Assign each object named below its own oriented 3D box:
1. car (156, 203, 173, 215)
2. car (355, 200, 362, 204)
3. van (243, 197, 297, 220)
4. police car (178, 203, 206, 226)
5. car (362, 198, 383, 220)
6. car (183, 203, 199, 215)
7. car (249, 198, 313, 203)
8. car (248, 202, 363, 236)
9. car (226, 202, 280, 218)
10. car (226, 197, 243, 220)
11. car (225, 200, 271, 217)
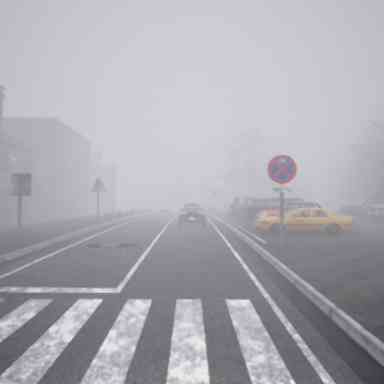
[{"bbox_3d":[-3.555,2.175,43.328,1.812,1.442,4.674,0,-2,0],"label":"car"},{"bbox_3d":[18.338,1.824,31.654,4.892,1.521,2.231,0,-1,-1],"label":"car"},{"bbox_3d":[6.286,1.383,24.167,4.442,1.987,1.878,0,-1,-1],"label":"van"},{"bbox_3d":[-0.011,1.623,24.646,2.038,1.542,4.974,0,-1,0],"label":"police car"},{"bbox_3d":[18.360,1.508,28.867,5.566,2.045,2.435,0,-1,-1],"label":"car"},{"bbox_3d":[-0.122,2.135,41.889,1.812,1.442,4.674,0,-2,0],"label":"car"},{"bbox_3d":[6.234,1.437,21.128,4.553,1.767,2.185,0,-1,-1],"label":"car"},{"bbox_3d":[6.049,1.525,18.207,5.366,1.575,1.946,0,-1,-1],"label":"car"},{"bbox_3d":[6.055,1.792,33.268,5.008,1.535,2.097,0,-1,-1],"label":"car"},{"bbox_3d":[6.125,1.471,30.358,5.566,2.045,2.435,0,-1,-1],"label":"car"},{"bbox_3d":[6.035,1.741,36.306,4.553,1.767,2.185,0,-1,-1],"label":"car"}]
